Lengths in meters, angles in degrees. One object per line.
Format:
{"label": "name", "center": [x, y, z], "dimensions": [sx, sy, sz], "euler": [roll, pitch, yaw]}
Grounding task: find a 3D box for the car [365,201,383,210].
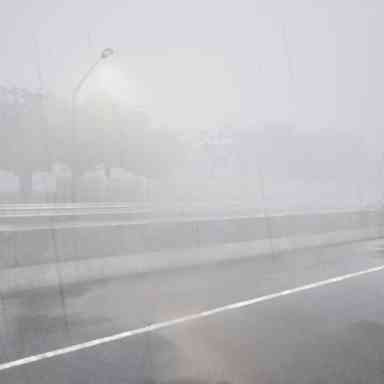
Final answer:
{"label": "car", "center": [24.024, 1.760, 42.343], "dimensions": [4.718, 1.301, 1.895], "euler": [0, 0, -35]}
